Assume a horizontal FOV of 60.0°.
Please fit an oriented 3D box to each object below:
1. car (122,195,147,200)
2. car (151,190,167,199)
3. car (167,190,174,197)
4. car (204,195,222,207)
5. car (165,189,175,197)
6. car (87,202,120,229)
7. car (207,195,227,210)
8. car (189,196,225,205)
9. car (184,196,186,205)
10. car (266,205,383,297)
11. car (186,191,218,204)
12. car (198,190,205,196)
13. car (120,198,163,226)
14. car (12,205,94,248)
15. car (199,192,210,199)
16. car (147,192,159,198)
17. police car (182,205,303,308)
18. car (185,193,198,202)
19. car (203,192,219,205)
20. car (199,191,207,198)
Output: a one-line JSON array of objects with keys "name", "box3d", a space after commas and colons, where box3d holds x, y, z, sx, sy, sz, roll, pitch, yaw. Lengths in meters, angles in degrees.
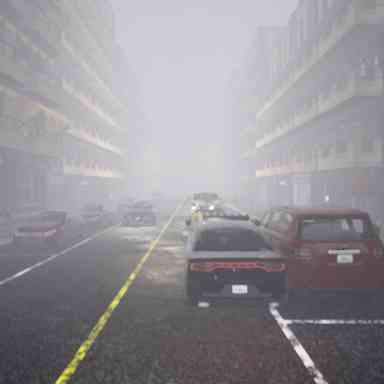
[{"name": "car", "box3d": [-5.733, 1.185, 30.619, 2.008, 1.369, 4.403, -1, 1, 0]}, {"name": "car", "box3d": [-5.760, 0.684, 53.023, 2.192, 1.841, 5.009, -1, 1, 0]}, {"name": "car", "box3d": [-5.786, 0.590, 81.034, 2.008, 1.369, 4.403, -1, 1, 0]}, {"name": "car", "box3d": [2.635, 1.067, 41.802, 1.947, 1.339, 4.313, -1, 1, 0]}, {"name": "car", "box3d": [-5.795, 0.288, 86.633, 2.192, 1.841, 5.009, -1, 1, 0]}, {"name": "car", "box3d": [-5.721, 1.349, 19.416, 1.802, 1.307, 4.206, -1, 1, 0]}, {"name": "car", "box3d": [2.641, 1.091, 36.370, 1.752, 1.417, 4.829, -1, 1, 0]}, {"name": "car", "box3d": [0.880, 1.239, 18.009, 1.801, 1.575, 5.366, 0, 1, 0]}, {"name": "car", "box3d": [-0.028, 1.033, 44.507, 1.994, 1.385, 4.181, 0, 1, 0]}, {"name": "car", "box3d": [2.668, 1.216, 8.190, 2.192, 1.841, 5.009, -1, 1, 0]}, {"name": "car", "box3d": [0.875, 0.939, 23.847, 2.150, 2.045, 5.566, 0, 1, 0]}, {"name": "car", "box3d": [2.581, 0.348, 92.216, 1.967, 1.590, 4.097, -1, 1, 0]}, {"name": "car", "box3d": [-3.121, 1.311, 21.064, 1.994, 1.385, 4.181, 0, 1, 0]}, {"name": "car", "box3d": [-5.715, 1.416, 13.814, 1.802, 1.307, 4.206, -1, 1, 0]}, {"name": "car", "box3d": [2.606, 0.737, 69.810, 1.947, 1.339, 4.313, -1, 1, 0]}, {"name": "car", "box3d": [-5.745, 1.052, 41.822, 2.008, 1.369, 4.403, -1, 1, 0]}, {"name": "police car", "box3d": [0.788, 1.329, 7.936, 1.930, 1.638, 5.238, 0, 1, 0]}, {"name": "car", "box3d": [-0.058, 0.916, 54.455, 1.994, 1.385, 4.181, 0, 1, 0]}, {"name": "car", "box3d": [2.628, 0.875, 47.403, 1.967, 1.590, 4.097, -1, 1, 0]}, {"name": "car", "box3d": [2.594, 0.563, 81.184, 1.752, 1.417, 4.829, -1, 1, 0]}]
